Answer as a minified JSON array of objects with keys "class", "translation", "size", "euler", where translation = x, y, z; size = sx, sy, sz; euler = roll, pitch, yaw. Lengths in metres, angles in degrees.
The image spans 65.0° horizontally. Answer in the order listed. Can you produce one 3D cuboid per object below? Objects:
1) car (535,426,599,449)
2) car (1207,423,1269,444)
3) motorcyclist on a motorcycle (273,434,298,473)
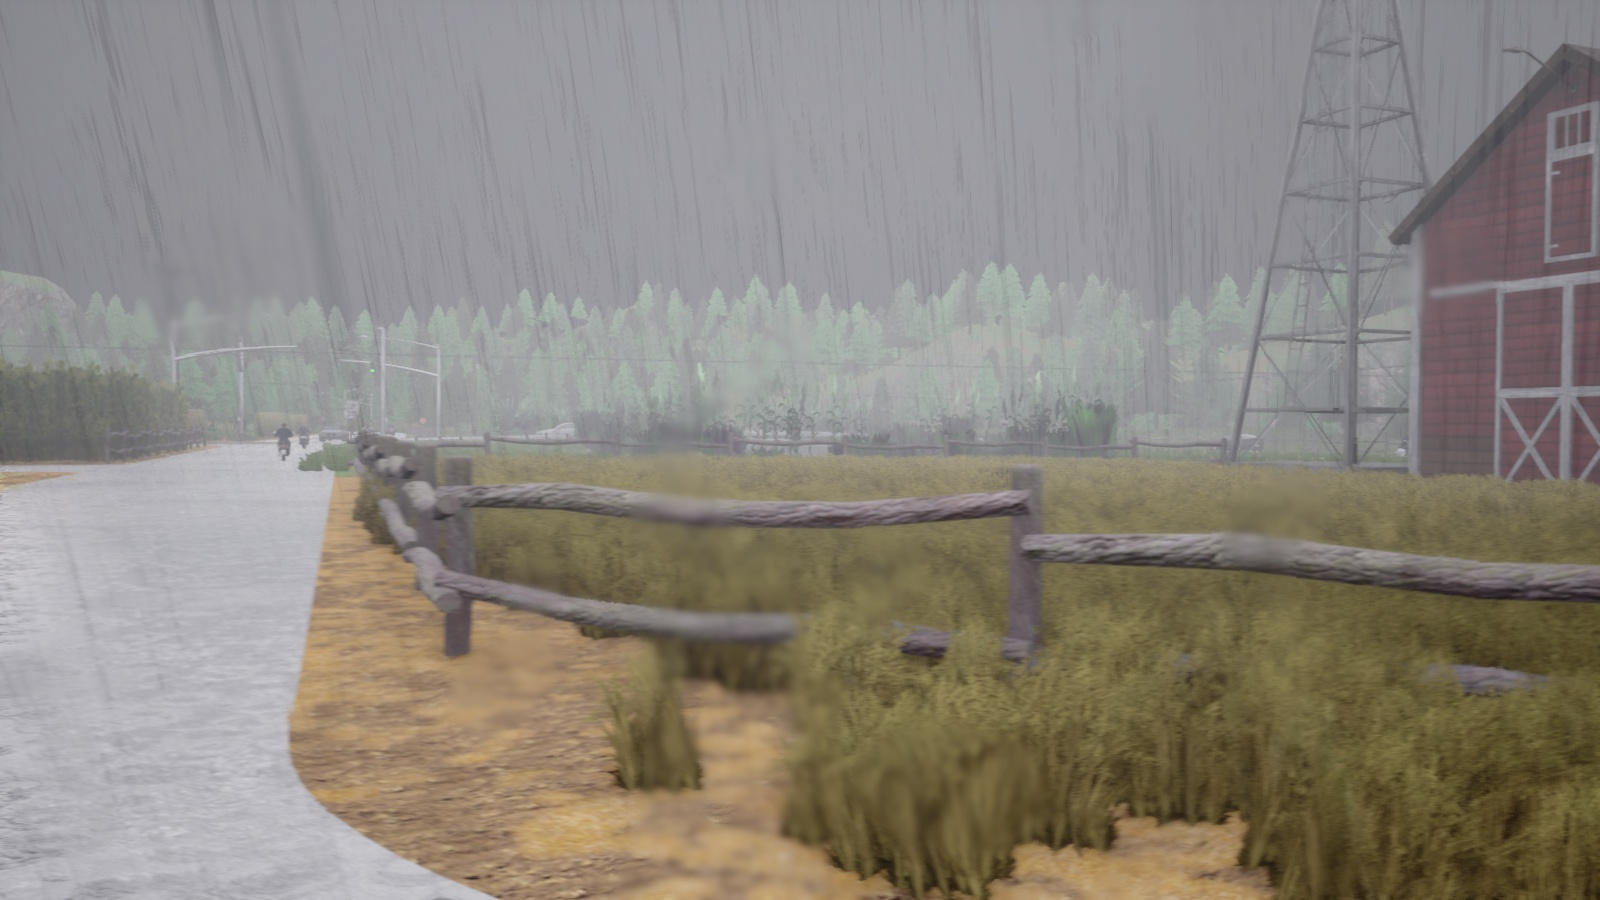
[{"class":"car","translation":[-18.081,-0.988,97.307],"size":[4.674,1.442,1.812],"euler":[-4,2,-14]},{"class":"car","translation":[32.611,-1.221,93.665],"size":[1.882,1.535,5.008],"euler":[-1,1,-14]},{"class":"motorcyclist on a motorcycle","translation":[-21.507,0.120,52.488],"size":[0.866,1.590,1.817],"euler":[-1,1,-20]}]
